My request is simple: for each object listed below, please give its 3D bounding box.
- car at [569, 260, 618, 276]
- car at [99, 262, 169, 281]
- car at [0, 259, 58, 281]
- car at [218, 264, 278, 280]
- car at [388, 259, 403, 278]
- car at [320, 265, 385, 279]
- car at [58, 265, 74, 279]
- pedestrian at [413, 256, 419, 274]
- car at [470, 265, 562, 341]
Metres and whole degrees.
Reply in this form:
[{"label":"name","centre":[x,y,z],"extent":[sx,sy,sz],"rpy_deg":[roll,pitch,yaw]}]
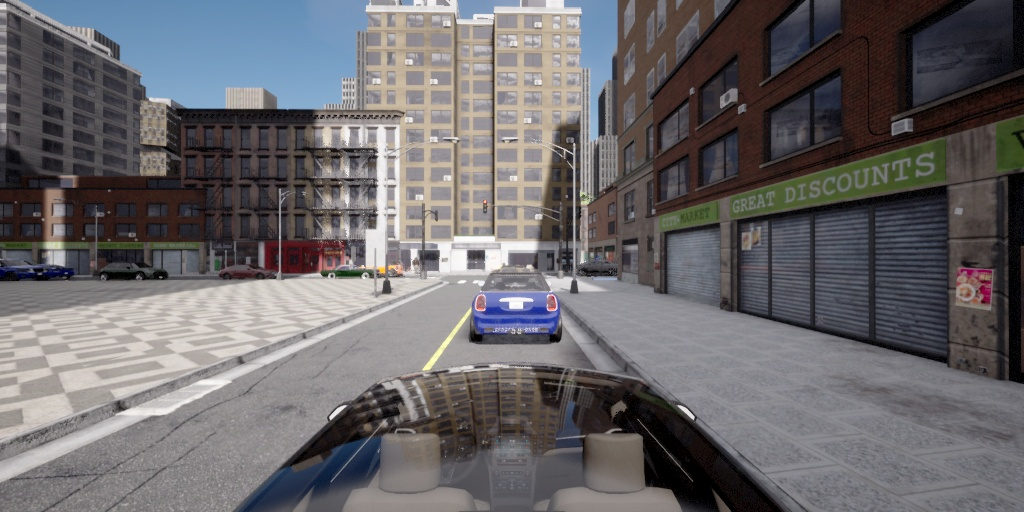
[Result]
[{"label":"car","centre":[8.123,1.149,35.324],"extent":[4.902,1.511,2.128],"rpy_deg":[-1,0,-4]},{"label":"car","centre":[-33.287,1.323,31.671],"extent":[4.553,1.767,2.097],"rpy_deg":[0,0,-1]},{"label":"car","centre":[-44.323,1.260,31.547],"extent":[5.566,2.045,2.150],"rpy_deg":[-1,0,0]},{"label":"car","centre":[-23.339,1.433,31.829],"extent":[4.674,1.442,1.812],"rpy_deg":[0,0,-1]},{"label":"car","centre":[-13.151,1.193,35.166],"extent":[4.553,1.767,2.097],"rpy_deg":[0,0,-1]},{"label":"car","centre":[-14.269,1.442,31.948],"extent":[4.718,1.301,1.895],"rpy_deg":[0,0,-1]},{"label":"car","centre":[-45.563,1.530,34.635],"extent":[5.008,1.535,1.882],"rpy_deg":[0,0,-1]},{"label":"pedestrian","centre":[-10.244,0.969,38.247],"extent":[0.375,1.860,0.375],"rpy_deg":[0,0,-1]},{"label":"car","centre":[0.085,1.101,9.979],"extent":[2.097,1.767,4.553],"rpy_deg":[0,0,0]}]
